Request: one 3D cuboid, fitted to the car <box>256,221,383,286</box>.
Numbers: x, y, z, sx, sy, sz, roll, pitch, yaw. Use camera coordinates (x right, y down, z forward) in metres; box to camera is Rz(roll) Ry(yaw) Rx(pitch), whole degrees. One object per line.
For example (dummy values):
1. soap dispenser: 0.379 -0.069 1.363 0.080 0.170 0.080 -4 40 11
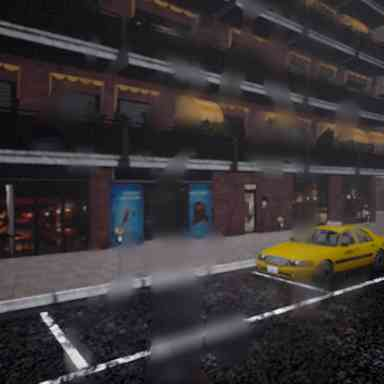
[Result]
1. car: 3.884 1.531 9.358 4.829 1.417 1.752 0 -1 -36
